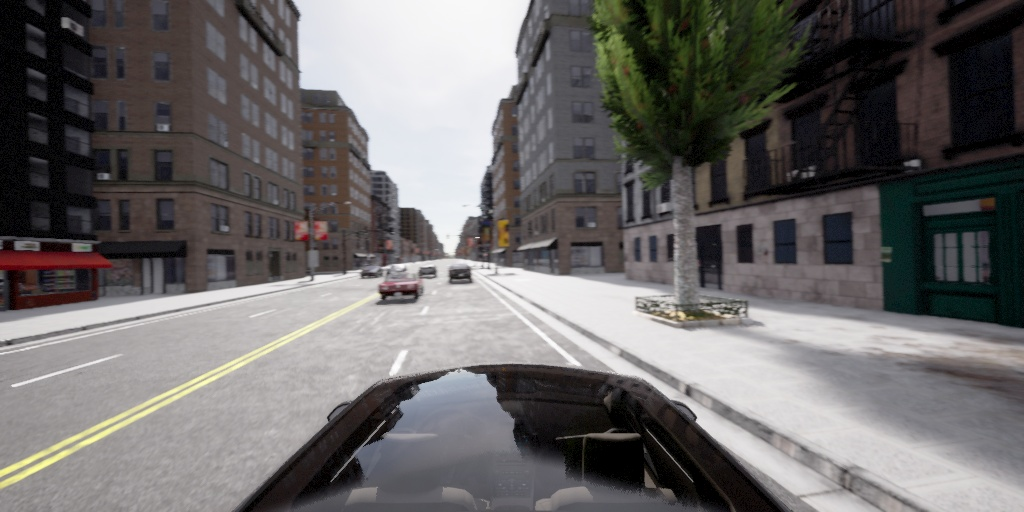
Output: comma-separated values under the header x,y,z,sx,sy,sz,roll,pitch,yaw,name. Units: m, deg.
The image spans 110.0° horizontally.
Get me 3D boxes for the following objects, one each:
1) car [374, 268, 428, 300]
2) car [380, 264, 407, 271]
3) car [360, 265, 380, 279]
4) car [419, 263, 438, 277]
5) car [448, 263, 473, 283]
x,y,z,sx,sy,sz,roll,pitch,yaw,name
-5.811,1.540,19.337,1.895,1.301,4.718,-2,0,-9,car
-12.611,1.649,39.515,2.128,1.511,4.902,-2,0,-9,car
-16.292,1.817,42.046,2.033,1.411,5.357,-2,0,-9,car
-9.124,1.543,39.246,2.128,1.511,4.902,-2,0,-9,car
-4.423,1.384,30.751,1.882,1.535,5.008,-2,0,-9,car
